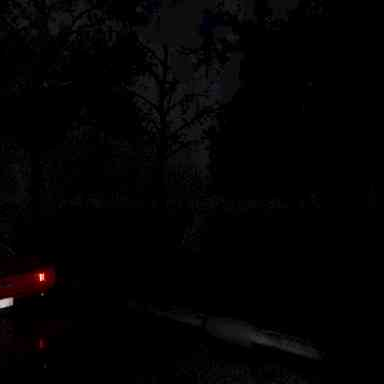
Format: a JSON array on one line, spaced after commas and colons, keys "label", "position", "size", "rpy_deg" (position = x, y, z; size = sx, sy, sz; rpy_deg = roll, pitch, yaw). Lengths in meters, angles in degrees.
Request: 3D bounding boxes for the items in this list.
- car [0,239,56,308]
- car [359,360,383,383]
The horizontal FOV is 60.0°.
[{"label": "car", "position": [-4.993, 1.611, 6.964], "size": [4.718, 1.301, 1.895], "rpy_deg": [0, 0, 36]}, {"label": "car", "position": [3.162, 1.504, 1.122], "size": [4.892, 1.490, 1.837], "rpy_deg": [0, 0, 35]}]
